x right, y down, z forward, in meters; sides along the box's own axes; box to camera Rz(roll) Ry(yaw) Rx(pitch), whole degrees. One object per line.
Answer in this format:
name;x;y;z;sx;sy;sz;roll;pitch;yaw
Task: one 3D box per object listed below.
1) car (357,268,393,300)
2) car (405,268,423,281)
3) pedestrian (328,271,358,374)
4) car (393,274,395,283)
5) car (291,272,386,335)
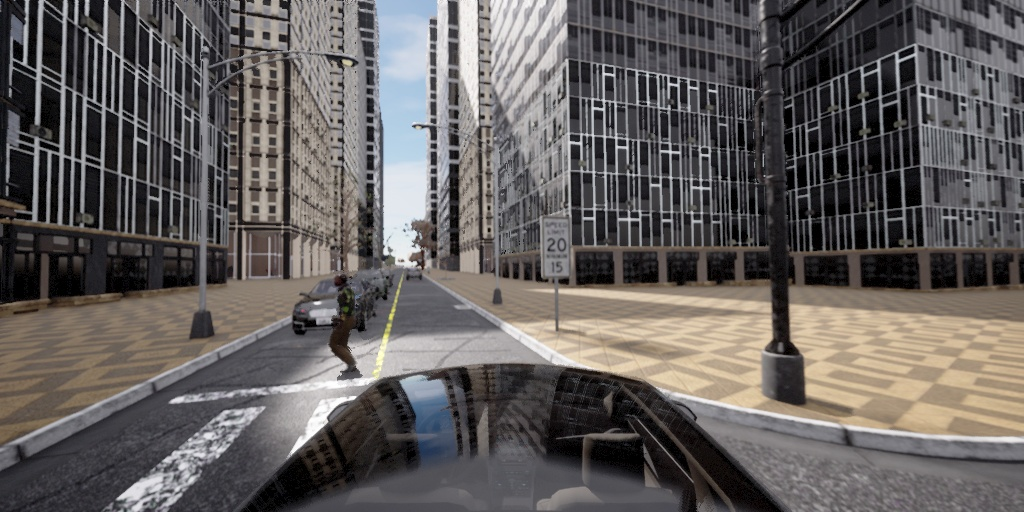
car;-8.169;1.523;20.587;2.097;1.767;4.553;0;-1;-17
car;-11.783;2.132;43.125;2.128;1.511;4.902;0;-1;-17
pedestrian;-2.980;1.141;6.377;0.375;1.860;0.375;0;-2;-17
car;-11.108;1.896;30.519;1.837;1.490;4.892;0;-1;-16
car;-5.494;1.463;11.599;2.128;1.511;4.902;0;-1;-16
